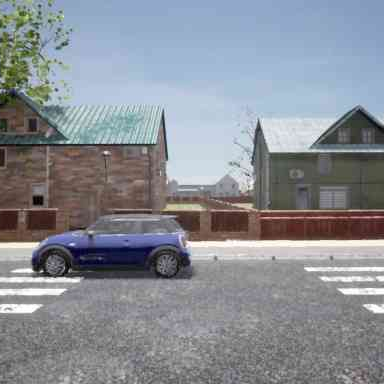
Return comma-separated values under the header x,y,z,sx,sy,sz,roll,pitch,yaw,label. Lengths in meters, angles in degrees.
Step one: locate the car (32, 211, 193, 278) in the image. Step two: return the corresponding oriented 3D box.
x,y,z,sx,sy,sz,roll,pitch,yaw,label
-2.264,1.460,9.935,4.553,1.767,2.097,0,-1,1,car
